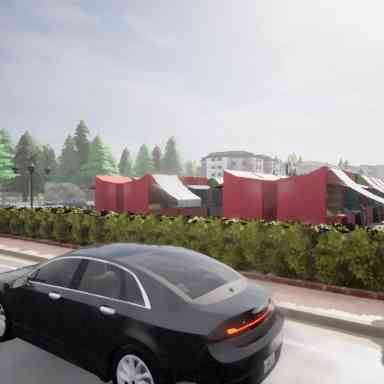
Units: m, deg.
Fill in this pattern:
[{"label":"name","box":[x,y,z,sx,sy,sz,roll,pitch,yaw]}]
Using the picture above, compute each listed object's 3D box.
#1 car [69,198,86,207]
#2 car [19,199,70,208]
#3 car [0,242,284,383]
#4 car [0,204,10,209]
[{"label":"car","box":[-15.253,1.545,40.558,2.128,1.511,4.902,0,0,36]},{"label":"car","box":[-15.516,1.656,34.248,1.895,1.301,4.718,0,0,36]},{"label":"car","box":[-1.173,1.505,4.839,4.892,1.490,1.837,0,0,36]},{"label":"car","box":[-20.862,1.603,32.821,2.033,1.411,5.357,0,0,39]}]
